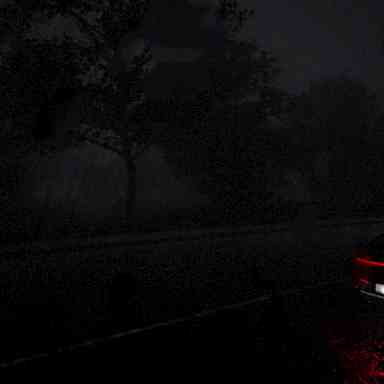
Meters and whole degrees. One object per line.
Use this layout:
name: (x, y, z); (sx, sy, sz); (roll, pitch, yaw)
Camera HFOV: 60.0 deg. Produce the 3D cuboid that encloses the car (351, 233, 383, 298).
car: (5.465, 1.494, 7.271); (4.892, 1.490, 1.837); (0, 0, -33)
